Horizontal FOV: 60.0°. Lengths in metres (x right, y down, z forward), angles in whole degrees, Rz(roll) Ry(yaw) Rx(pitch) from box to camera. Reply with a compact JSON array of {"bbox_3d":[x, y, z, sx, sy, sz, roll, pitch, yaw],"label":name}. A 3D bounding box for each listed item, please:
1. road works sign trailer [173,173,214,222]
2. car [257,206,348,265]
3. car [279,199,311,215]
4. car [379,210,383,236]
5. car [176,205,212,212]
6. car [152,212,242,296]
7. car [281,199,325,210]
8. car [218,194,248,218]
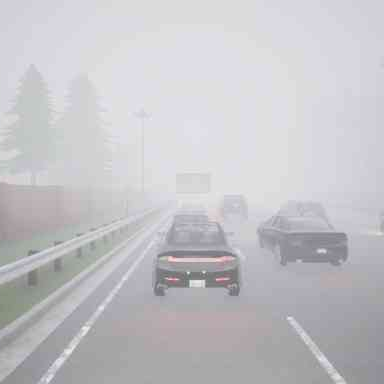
[{"bbox_3d":[0.069,0.464,22.972,2.380,3.560,2.880,0,0,-1],"label":"road works sign trailer"},{"bbox_3d":[3.600,1.477,11.696,1.882,1.535,5.008,0,0,0],"label":"car"},{"bbox_3d":[10.599,1.505,34.510,1.837,1.490,4.892,0,0,0],"label":"car"},{"bbox_3d":[10.602,1.564,15.325,1.994,1.385,4.181,0,0,0],"label":"car"},{"bbox_3d":[0.064,1.474,19.052,1.882,1.535,5.008,0,0,5],"label":"car"},{"bbox_3d":[0.100,1.491,8.615,2.128,1.511,4.902,0,0,0],"label":"car"},{"bbox_3d":[7.107,1.355,21.667,2.097,1.767,4.553,0,0,-2],"label":"car"},{"bbox_3d":[3.601,1.224,29.857,2.150,2.045,5.566,0,0,0],"label":"car"}]
